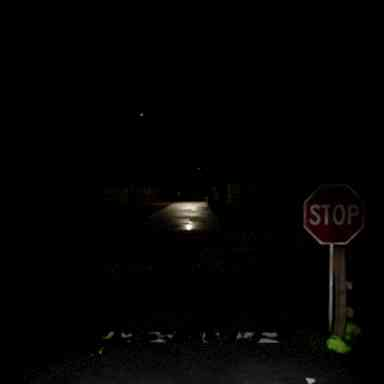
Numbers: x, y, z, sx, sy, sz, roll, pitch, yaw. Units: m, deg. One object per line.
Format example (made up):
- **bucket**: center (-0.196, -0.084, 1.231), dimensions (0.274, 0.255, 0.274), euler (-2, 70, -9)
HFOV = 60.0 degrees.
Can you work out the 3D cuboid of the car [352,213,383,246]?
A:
- **car**: center (9.149, 1.539, 13.790), dimensions (5.357, 1.411, 2.033), euler (0, 2, 1)
